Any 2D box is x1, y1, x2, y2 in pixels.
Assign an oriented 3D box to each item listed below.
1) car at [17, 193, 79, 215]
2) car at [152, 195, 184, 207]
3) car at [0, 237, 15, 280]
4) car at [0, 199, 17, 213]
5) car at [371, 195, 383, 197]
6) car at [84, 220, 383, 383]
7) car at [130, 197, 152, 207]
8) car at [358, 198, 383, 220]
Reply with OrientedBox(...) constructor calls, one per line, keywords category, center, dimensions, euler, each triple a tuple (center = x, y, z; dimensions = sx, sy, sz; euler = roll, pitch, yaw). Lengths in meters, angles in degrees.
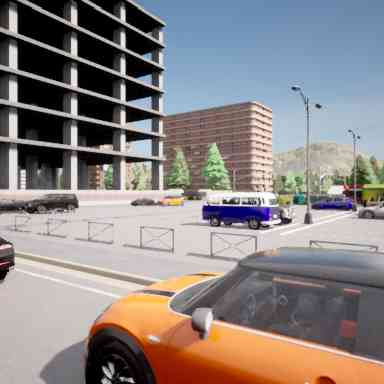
OrientedBox(category="car", center=(-14.283, 1.166, 34.033), dimensions=(2.150, 2.045, 5.566), euler=(0, 0, 35))
OrientedBox(category="car", center=(-3.264, 1.296, 49.631), dimensions=(2.097, 1.767, 4.553), euler=(0, 0, 35))
OrientedBox(category="car", center=(-6.511, 1.491, 8.588), dimensions=(4.902, 1.511, 2.128), euler=(0, 0, 35))
OrientedBox(category="car", center=(-18.988, 1.435, 33.436), dimensions=(2.128, 1.511, 4.902), euler=(0, 0, 35))
OrientedBox(category="car", center=(17.786, 1.153, 29.391), dimensions=(4.605, 1.855, 1.932), euler=(0, 0, 36))
OrientedBox(category="car", center=(1.002, 1.352, 3.274), dimensions=(4.553, 1.767, 2.097), euler=(0, 0, 35))
OrientedBox(category="car", center=(-7.296, 1.508, 49.996), dimensions=(1.994, 1.385, 4.181), euler=(0, 0, 35))
OrientedBox(category="car", center=(14.579, 1.395, 24.826), dimensions=(3.806, 1.475, 1.970), euler=(0, 0, 36))
